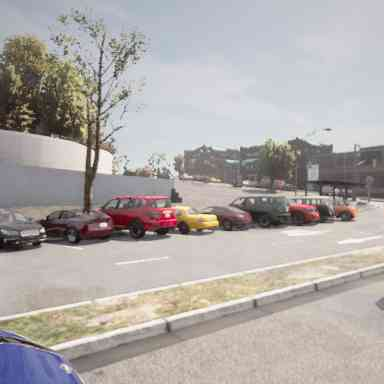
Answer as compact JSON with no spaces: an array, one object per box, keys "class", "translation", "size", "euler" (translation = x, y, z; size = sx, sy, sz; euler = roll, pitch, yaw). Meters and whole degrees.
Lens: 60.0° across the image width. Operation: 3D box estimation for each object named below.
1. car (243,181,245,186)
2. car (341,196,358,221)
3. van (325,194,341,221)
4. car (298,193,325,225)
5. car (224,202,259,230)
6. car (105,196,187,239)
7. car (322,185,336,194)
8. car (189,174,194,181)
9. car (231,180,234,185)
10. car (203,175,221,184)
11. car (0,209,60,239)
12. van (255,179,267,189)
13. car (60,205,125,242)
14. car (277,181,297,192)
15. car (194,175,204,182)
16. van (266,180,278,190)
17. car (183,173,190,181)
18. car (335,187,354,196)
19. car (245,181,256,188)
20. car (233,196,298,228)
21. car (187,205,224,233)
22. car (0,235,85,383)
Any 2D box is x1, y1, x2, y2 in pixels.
[{"class":"car","translation":[12.562,-1.900,76.369],"size":[2.002,1.452,4.674],"euler":[7,3,35]},{"class":"car","translation":[11.422,1.471,28.128],"size":[4.553,1.767,2.185],"euler":[-1,-1,35]},{"class":"van","translation":[9.011,1.356,26.380],"size":[4.442,1.987,1.878],"euler":[-1,-1,35]},{"class":"car","translation":[6.472,1.319,24.712],"size":[5.566,2.045,2.435],"euler":[-1,-1,35]},{"class":"car","translation":[1.527,1.584,21.253],"size":[4.674,1.452,2.002],"euler":[-1,-1,35]},{"class":"car","translation":[-3.401,1.268,17.802],"size":[5.566,2.045,2.435],"euler":[-1,-1,35]},{"class":"car","translation":[24.650,-0.283,59.086],"size":[2.435,2.045,5.566],"euler":[7,3,35]},{"class":"car","translation":[2.084,-3.707,91.077],"size":[2.185,1.767,4.553],"euler":[6,3,34]},{"class":"car","translation":[10.822,-2.174,78.833],"size":[2.002,1.452,4.674],"euler":[7,3,35]},{"class":"car","translation":[5.724,-3.032,86.348],"size":[1.946,1.575,5.366],"euler":[7,3,34]},{"class":"car","translation":[-8.269,1.497,14.314],"size":[4.892,1.521,2.231],"euler":[-1,-1,35]},{"class":"van","translation":[15.963,-1.621,71.314],"size":[1.878,1.987,4.442],"euler":[7,3,35]},{"class":"car","translation":[-5.848,1.536,16.059],"size":[4.792,1.488,2.163],"euler":[-1,-1,35]},{"class":"car","translation":[19.446,-0.849,66.476],"size":[2.231,1.521,4.892],"euler":[7,3,35]},{"class":"car","translation":[3.876,-3.555,88.610],"size":[2.435,2.045,5.566],"euler":[7,3,34]},{"class":"van","translation":[17.689,-1.348,68.841],"size":[1.878,1.987,4.442],"euler":[7,3,35]},{"class":"car","translation":[0.357,-3.942,93.549],"size":[2.185,1.767,4.553],"euler":[4,1,34]},{"class":"car","translation":[26.337,0.279,56.611],"size":[2.002,1.452,4.674],"euler":[7,3,35]},{"class":"car","translation":[14.391,-1.668,74.046],"size":[1.946,1.575,5.366],"euler":[7,3,35]},{"class":"car","translation":[3.957,1.306,23.009],"size":[5.566,2.045,2.435],"euler":[-1,-1,35]},{"class":"car","translation":[-1.080,1.530,19.628],"size":[5.366,1.575,1.946],"euler":[-1,-1,35]},{"class":"car","translation":[-2.600,1.347,1.277],"size":[4.553,1.767,2.097],"euler":[0,0,-35]}]
